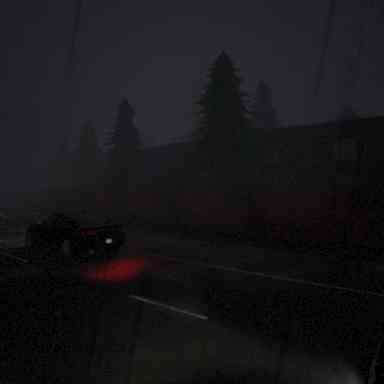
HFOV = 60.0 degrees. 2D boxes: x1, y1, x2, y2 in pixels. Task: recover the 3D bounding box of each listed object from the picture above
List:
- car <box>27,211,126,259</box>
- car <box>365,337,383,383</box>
[{"bbox_3d":[-4.566,1.464,12.685,5.008,1.535,1.882,0,0,43],"label":"car"},{"bbox_3d":[3.398,1.368,1.698,4.553,1.767,2.097,0,0,35],"label":"car"}]
